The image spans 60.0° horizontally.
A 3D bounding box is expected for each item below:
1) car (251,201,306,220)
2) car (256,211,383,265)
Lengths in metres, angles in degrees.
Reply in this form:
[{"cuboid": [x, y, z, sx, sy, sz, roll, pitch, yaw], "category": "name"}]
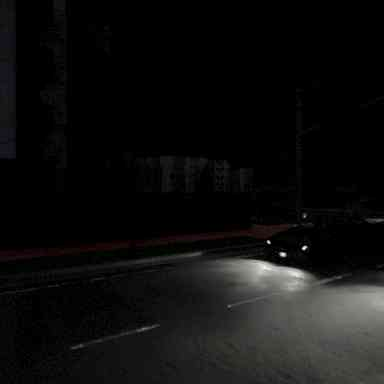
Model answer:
[{"cuboid": [6.688, 1.505, 26.003, 2.128, 1.511, 4.902, 0, 0, -36], "category": "car"}, {"cuboid": [4.984, 1.555, 11.859, 5.357, 1.411, 2.033, 0, 0, -36], "category": "car"}]
